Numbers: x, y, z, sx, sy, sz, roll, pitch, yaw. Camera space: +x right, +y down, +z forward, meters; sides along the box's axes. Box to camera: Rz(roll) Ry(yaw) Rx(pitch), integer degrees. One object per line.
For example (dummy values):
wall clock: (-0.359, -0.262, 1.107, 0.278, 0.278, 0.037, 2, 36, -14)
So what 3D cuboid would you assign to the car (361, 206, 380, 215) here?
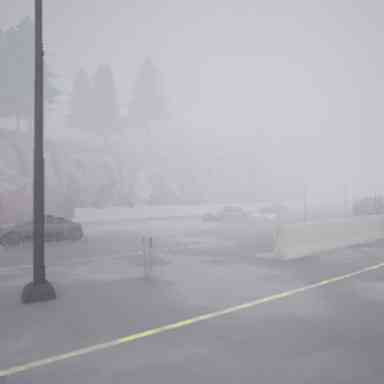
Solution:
car: (18.448, 1.489, 34.092, 2.150, 2.045, 5.566, -1, -1, 44)

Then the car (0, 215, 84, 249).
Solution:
car: (-7.413, 1.793, 15.969, 4.181, 1.385, 1.994, 0, -1, -36)

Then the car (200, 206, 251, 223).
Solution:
car: (2.952, 1.907, 28.804, 4.718, 1.301, 1.895, 0, -1, -42)

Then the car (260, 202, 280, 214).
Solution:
car: (10.079, 1.916, 40.527, 1.812, 1.442, 4.674, -1, -1, 44)
